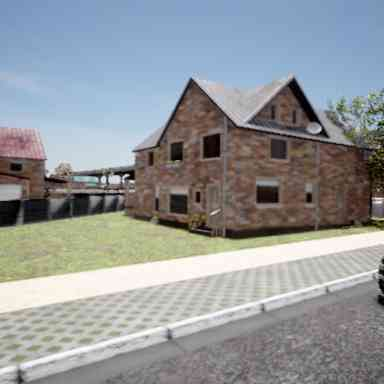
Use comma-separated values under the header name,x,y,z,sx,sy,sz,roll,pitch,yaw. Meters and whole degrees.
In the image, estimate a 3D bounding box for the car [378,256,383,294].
name,x,y,z,sx,sy,sz,roll,pitch,yaw
car,6.014,1.448,7.239,5.008,1.535,1.882,0,0,-35
